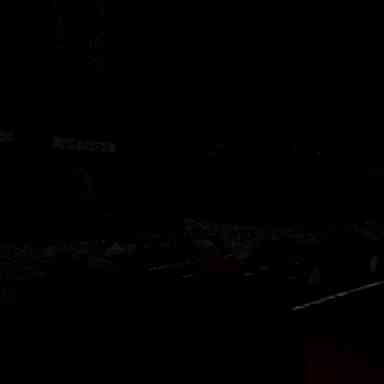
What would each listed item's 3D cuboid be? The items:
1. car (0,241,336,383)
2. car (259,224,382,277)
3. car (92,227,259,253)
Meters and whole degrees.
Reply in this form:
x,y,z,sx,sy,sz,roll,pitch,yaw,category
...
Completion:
x,y,z,sx,sy,sz,roll,pitch,yaw,category
-1.238,1.481,2.495,5.008,1.535,1.882,1,0,-36,car
3.580,1.621,9.315,4.507,1.381,1.887,1,0,-36,car
-0.996,1.464,6.046,4.097,1.590,1.967,1,0,-36,car
